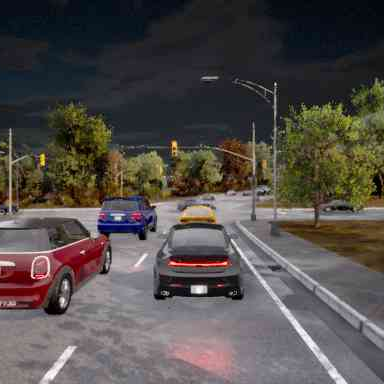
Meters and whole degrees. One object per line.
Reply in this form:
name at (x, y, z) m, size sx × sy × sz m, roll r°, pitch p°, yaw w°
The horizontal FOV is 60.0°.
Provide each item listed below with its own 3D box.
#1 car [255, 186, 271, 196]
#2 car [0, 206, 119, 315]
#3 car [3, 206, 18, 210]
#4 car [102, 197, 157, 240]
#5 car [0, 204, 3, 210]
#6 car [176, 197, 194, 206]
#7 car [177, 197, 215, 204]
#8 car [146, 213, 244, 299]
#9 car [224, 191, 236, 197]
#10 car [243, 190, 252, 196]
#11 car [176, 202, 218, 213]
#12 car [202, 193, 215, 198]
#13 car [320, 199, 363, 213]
car at (17.911, 0.149, 83.010) m, size 1.882 × 1.535 × 5.008 m, roll 0°, pitch 3°, yaw 33°
car at (-3.356, 1.362, 7.758) m, size 2.097 × 1.767 × 4.553 m, roll 0°, pitch 0°, yaw 1°
car at (-21.189, 1.826, 35.611) m, size 4.718 × 1.301 × 1.895 m, roll -1°, pitch 0°, yaw 3°
car at (-3.189, 1.260, 17.321) m, size 2.150 × 2.045 × 5.566 m, roll 0°, pitch 0°, yaw 2°
car at (-21.534, 1.708, 32.121) m, size 4.902 × 1.511 × 2.128 m, roll -1°, pitch 0°, yaw 4°
car at (-1.141, 1.648, 57.572) m, size 1.994 × 1.385 × 4.181 m, roll 0°, pitch 1°, yaw 17°
car at (0.472, 1.653, 37.973) m, size 2.033 × 1.411 × 5.357 m, roll 0°, pitch 0°, yaw -44°
car at (0.150, 1.516, 8.425) m, size 1.837 × 1.490 × 4.892 m, roll 0°, pitch 0°, yaw 1°
car at (9.594, 0.477, 82.735) m, size 1.812 × 1.442 × 4.674 m, roll 0°, pitch 3°, yaw 28°
car at (14.590, 0.266, 84.288) m, size 1.994 × 1.385 × 4.181 m, roll 0°, pitch 3°, yaw 33°
car at (0.340, 1.518, 17.804) m, size 1.882 × 1.535 × 5.008 m, roll 0°, pitch 0°, yaw 2°
car at (3.333, 1.059, 70.147) m, size 2.097 × 1.767 × 4.553 m, roll 0°, pitch 2°, yaw 21°
car at (16.368, 1.533, 36.977) m, size 4.902 × 1.511 × 2.128 m, roll -1°, pitch 0°, yaw 4°
